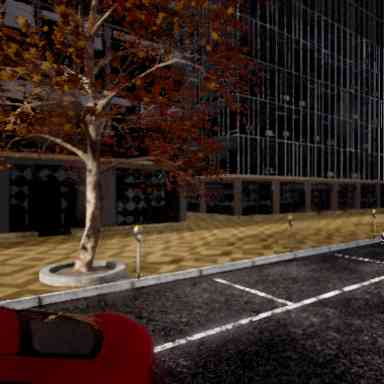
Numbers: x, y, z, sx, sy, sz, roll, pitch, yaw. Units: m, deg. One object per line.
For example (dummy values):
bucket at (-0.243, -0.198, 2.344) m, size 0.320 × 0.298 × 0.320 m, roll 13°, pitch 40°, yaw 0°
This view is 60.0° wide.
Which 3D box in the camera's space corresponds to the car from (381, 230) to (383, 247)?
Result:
car at (9.090, 1.505, 13.032) m, size 4.403 × 1.369 × 2.008 m, roll 0°, pitch 0°, yaw -35°

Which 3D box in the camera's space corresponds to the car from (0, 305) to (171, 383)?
car at (-2.287, 1.529, 1.748) m, size 4.674 × 1.442 × 1.812 m, roll 0°, pitch 0°, yaw -35°
